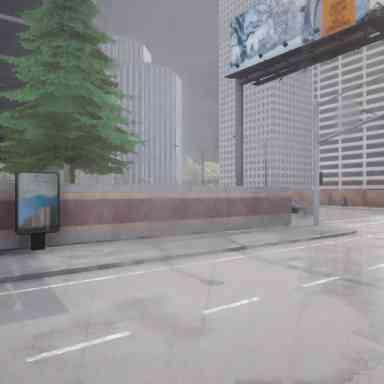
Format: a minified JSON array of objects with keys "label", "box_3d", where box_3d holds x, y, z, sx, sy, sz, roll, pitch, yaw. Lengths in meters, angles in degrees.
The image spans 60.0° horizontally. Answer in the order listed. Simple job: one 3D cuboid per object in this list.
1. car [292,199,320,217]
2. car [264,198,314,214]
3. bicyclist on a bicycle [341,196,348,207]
[{"label":"car","box_3d":[9.674,1.491,31.518,2.128,1.511,4.902,0,0,-35]},{"label":"car","box_3d":[10.512,1.491,36.394,2.128,1.511,4.902,0,0,-35]},{"label":"bicyclist on a bicycle","box_3d":[21.243,1.301,46.301,1.656,1.620,0.582,0,0,-35]}]
